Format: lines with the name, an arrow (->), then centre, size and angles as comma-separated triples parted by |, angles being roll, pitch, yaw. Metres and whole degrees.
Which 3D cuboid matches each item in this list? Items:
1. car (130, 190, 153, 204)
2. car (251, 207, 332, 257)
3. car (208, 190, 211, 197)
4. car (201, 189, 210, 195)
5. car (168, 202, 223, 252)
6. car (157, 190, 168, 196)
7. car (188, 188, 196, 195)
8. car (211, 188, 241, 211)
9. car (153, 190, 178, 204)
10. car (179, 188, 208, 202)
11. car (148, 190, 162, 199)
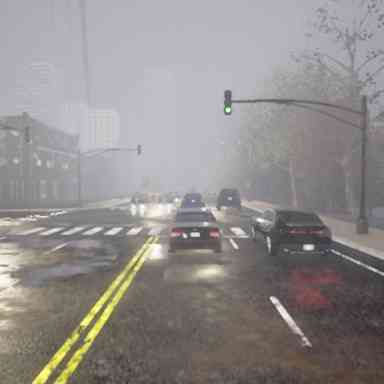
car -> -6.599, 0.727, 42.485 | 2.128, 1.511, 4.902 | 0, 1, 0
car -> 3.347, 1.289, 11.951 | 1.837, 1.490, 4.892 | 0, 1, 0
car -> 3.229, 0.231, 71.313 | 2.128, 1.511, 4.902 | 0, 1, 0
car -> 3.227, -0.090, 81.729 | 1.994, 1.385, 4.181 | 0, 1, 0
car -> 0.095, 1.318, 12.734 | 2.033, 1.411, 5.357 | 0, 1, 0
car -> -6.520, 0.223, 73.305 | 1.994, 1.385, 4.181 | 0, 1, 0
car -> -0.023, -0.143, 81.726 | 1.837, 1.490, 4.892 | 0, 1, 0
car -> 3.342, 0.649, 31.852 | 2.150, 2.045, 5.566 | 0, 1, 0
car -> -3.349, 0.725, 42.585 | 2.128, 1.511, 4.902 | 0, 1, 0
car -> 0.092, 0.790, 31.289 | 2.097, 1.767, 4.553 | 0, 1, 0
car -> -6.555, 0.410, 59.266 | 1.882, 1.535, 5.008 | 0, 1, 1
